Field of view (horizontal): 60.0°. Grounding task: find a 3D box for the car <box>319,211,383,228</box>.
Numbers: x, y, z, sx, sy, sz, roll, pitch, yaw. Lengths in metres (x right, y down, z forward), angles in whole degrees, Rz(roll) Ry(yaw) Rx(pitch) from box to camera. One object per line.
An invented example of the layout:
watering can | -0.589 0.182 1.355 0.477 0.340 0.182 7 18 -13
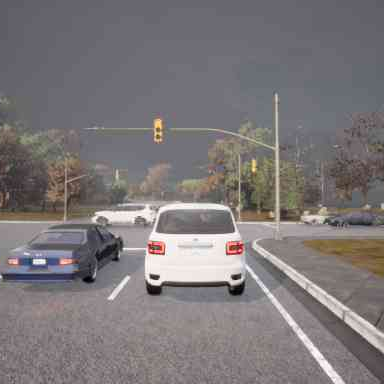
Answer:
car | 14.430 2.383 29.124 5.357 1.411 2.033 0 -3 -2

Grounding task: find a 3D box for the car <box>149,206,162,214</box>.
car | -7.078 3.466 65.160 1.895 1.301 4.718 0 0 0

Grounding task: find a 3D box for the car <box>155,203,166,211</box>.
car | -7.044 3.363 75.857 2.033 1.411 5.357 0 0 0

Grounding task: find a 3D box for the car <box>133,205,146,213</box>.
car | -10.549 3.465 67.644 1.895 1.301 4.718 0 0 0

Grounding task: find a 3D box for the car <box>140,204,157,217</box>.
car | -7.122 2.995 55.238 2.150 2.045 5.566 0 -1 0

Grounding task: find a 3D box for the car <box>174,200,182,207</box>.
car | -3.644 3.073 87.359 1.882 1.535 5.008 0 0 -3

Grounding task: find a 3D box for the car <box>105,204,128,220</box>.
car | -10.635 2.798 47.068 2.150 2.045 5.566 0 -2 -2

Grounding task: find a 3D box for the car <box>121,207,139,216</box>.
car | -10.611 3.356 57.361 2.033 1.411 5.357 0 -1 1

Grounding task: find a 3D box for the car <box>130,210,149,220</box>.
car | -7.113 3.133 45.710 1.895 1.301 4.718 0 -2 -1

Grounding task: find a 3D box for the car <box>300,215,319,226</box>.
car | 13.130 2.590 32.579 4.718 1.301 1.895 0 -3 -2

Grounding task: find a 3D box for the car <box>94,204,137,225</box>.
car | -5.861 2.065 29.292 5.566 2.045 2.150 0 -2 3

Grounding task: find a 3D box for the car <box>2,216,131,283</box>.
car | -3.423 1.662 9.949 2.033 1.411 5.357 0 -1 0

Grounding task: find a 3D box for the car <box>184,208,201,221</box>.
car | 0.042 3.011 45.314 2.128 1.511 4.902 0 -2 0

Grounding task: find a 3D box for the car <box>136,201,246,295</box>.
car | 0.078 1.318 9.096 2.150 2.045 5.566 0 -1 0
